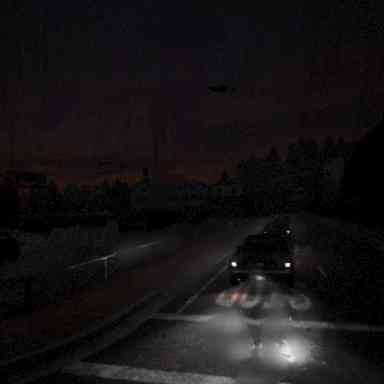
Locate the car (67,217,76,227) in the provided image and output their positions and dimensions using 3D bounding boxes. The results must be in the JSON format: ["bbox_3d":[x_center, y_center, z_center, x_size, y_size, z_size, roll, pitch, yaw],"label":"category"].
[{"bbox_3d":[-23.573,5.540,62.344,3.866,1.878,1.905,-3,-3,16],"label":"car"}]

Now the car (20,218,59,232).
[{"bbox_3d":[-21.084,4.687,45.250,4.514,1.523,2.007,-3,-3,16],"label":"car"}]

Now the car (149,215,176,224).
[{"bbox_3d":[-5.388,5.028,60.895,4.514,1.523,2.007,-3,-3,16],"label":"car"}]

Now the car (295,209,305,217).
[{"bbox_3d":[26.972,5.166,82.632,2.097,1.767,4.553,-3,-3,16],"label":"car"}]

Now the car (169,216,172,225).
[{"bbox_3d":[-4.694,3.400,36.926,3.866,1.878,1.905,-3,-3,16],"label":"car"}]

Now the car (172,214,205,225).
[{"bbox_3d":[-1.126,4.057,49.195,5.027,1.636,2.152,-3,-3,16],"label":"car"}]

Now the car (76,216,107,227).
[{"bbox_3d":[-16.937,5.016,57.015,4.605,1.855,1.932,-3,-3,16],"label":"car"}]

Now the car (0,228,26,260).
[{"bbox_3d":[-10.408,2.708,16.218,3.633,1.501,1.845,-3,-3,16],"label":"car"}]

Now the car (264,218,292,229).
[{"bbox_3d":[6.014,2.744,23.347,1.895,1.301,4.718,-3,-3,16],"label":"car"}]

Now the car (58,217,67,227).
[{"bbox_3d":[-25.076,5.703,59.307,3.806,1.475,1.970,-3,-3,16],"label":"car"}]

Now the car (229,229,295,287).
[{"bbox_3d":[2.486,2.172,11.229,1.895,1.301,4.718,-3,-3,16],"label":"car"}]

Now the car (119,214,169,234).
[{"bbox_3d":[-5.107,3.268,34.023,4.605,1.855,1.932,-3,-3,16],"label":"car"}]

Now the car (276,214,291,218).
[{"bbox_3d":[12.184,3.694,44.275,1.994,1.385,4.181,-3,-4,16],"label":"car"}]
